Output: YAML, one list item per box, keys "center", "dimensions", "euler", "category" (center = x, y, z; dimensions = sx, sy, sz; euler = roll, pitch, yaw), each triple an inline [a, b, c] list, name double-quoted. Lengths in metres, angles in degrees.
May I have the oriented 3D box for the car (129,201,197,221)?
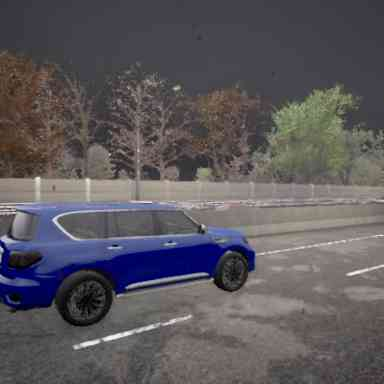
- center: [-2.379, 1.564, 28.097]
  dimensions: [5.357, 1.411, 2.033]
  euler: [0, 0, -36]
  category: "car"

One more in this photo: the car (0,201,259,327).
- center: [-1.104, 1.225, 7.263]
  dimensions: [5.566, 2.045, 2.150]
  euler: [0, 0, -36]
  category: "car"

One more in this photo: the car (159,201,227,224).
- center: [0.146, 1.508, 25.598]
  dimensions: [4.902, 1.511, 2.128]
  euler: [0, 0, -36]
  category: "car"

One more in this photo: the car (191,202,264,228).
- center: [2.522, 1.495, 22.995]
  dimensions: [5.008, 1.535, 1.882]
  euler: [0, 0, -35]
  category: "car"
